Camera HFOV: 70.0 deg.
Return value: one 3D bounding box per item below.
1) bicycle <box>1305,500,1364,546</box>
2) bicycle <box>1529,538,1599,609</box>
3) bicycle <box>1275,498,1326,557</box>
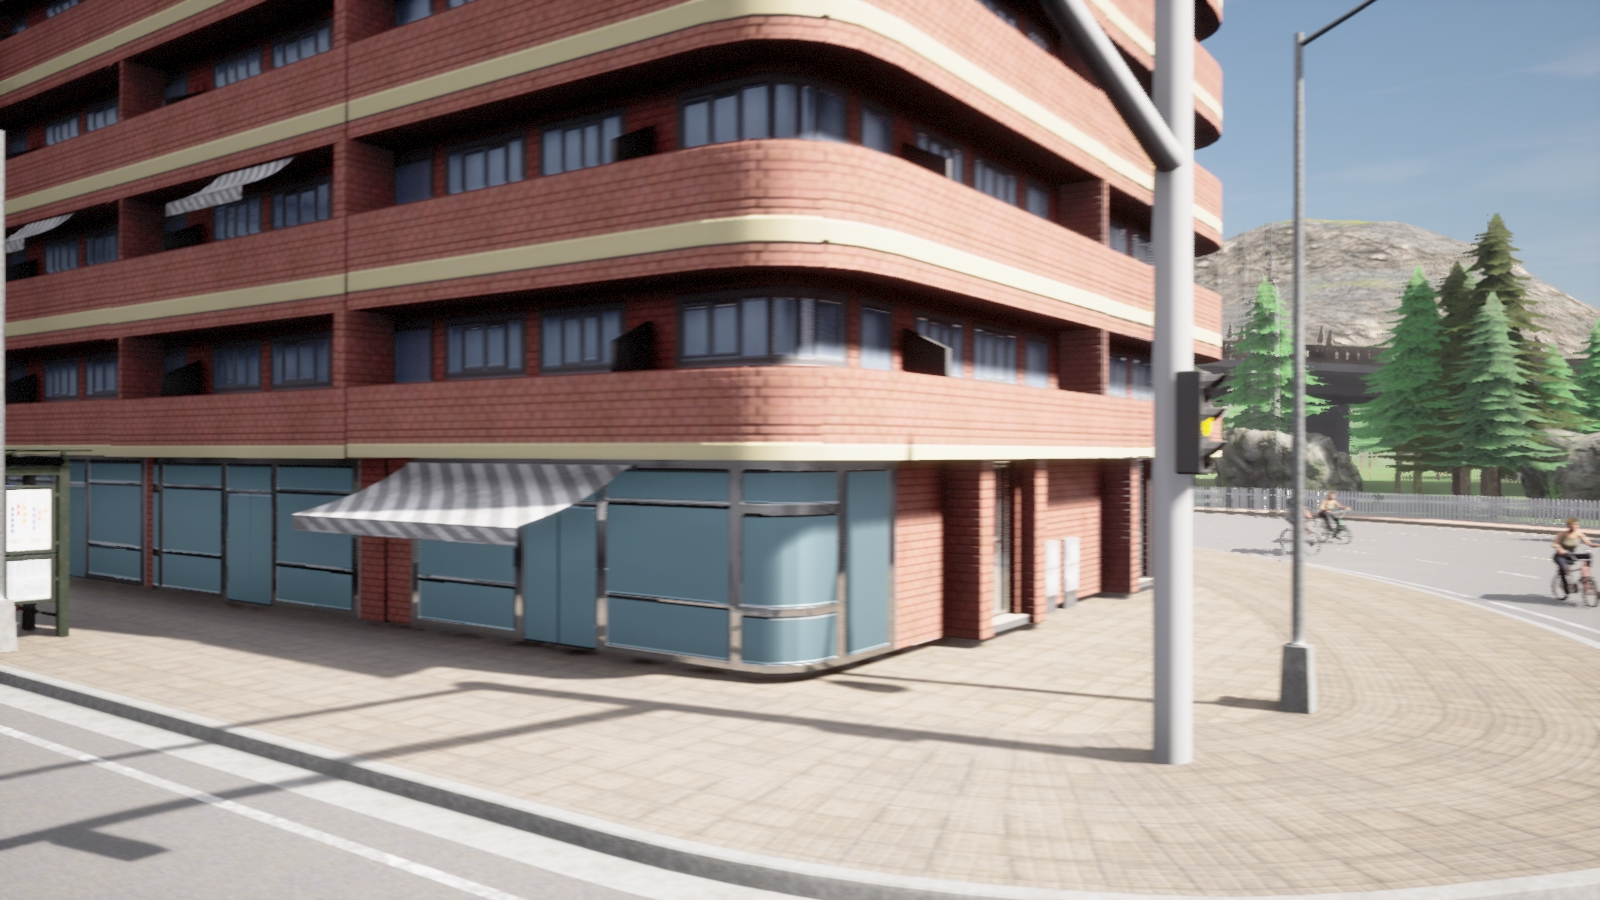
[{"bbox_3d":[16.246,2.190,34.769,0.859,1.276,1.487,-1,0,-16],"label":"bicycle"},{"bbox_3d":[14.188,2.240,20.903,0.859,1.126,1.487,-1,0,6],"label":"bicycle"},{"bbox_3d":[13.569,2.077,31.012,0.373,1.496,1.643,0,0,-13],"label":"bicycle"}]
